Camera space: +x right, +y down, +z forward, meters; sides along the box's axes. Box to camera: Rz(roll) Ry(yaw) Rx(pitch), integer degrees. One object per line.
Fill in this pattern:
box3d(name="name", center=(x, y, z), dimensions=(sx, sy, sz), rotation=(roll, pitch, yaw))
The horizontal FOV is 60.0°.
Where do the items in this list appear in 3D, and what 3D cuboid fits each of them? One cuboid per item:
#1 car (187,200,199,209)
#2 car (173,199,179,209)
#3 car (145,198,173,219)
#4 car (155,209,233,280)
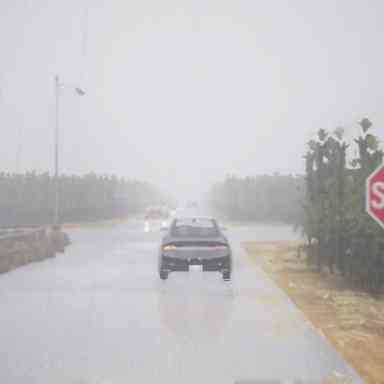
box3d(name="car", center=(0.114, 1.934, 53.589), dimensions=(2.033, 1.411, 5.357), rotation=(0, -2, 0))
box3d(name="car", center=(-3.182, 1.586, 44.307), dimensions=(2.097, 1.767, 4.553), rotation=(0, 0, 0))
box3d(name="car", center=(-3.190, 1.536, 31.425), dimensions=(2.097, 1.767, 4.553), rotation=(0, -1, 0))
box3d(name="car", center=(0.054, 1.502, 9.933), dimensions=(2.128, 1.511, 4.902), rotation=(0, 0, -1))
